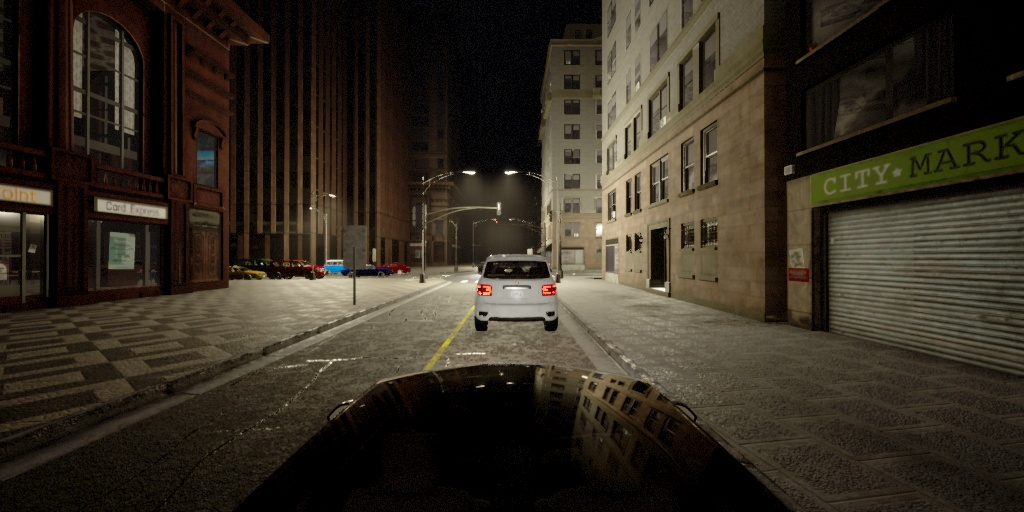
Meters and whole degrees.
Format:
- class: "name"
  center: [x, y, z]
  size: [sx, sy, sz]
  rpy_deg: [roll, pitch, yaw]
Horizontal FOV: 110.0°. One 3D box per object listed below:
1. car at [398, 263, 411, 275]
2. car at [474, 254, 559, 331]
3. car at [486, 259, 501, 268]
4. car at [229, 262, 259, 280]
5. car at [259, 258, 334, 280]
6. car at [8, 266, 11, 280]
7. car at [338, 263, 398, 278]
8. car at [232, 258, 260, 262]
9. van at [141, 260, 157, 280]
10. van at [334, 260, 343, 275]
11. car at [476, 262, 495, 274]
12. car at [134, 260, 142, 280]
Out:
- class: "car"
  center: [-13.960, 1.477, 41.288]
  size: [4.507, 1.381, 1.888]
  rpy_deg: [0, 0, 0]
- class: "car"
  center: [0.104, 0.974, 11.090]
  size: [2.150, 2.045, 5.566]
  rpy_deg: [0, 0, 0]
- class: "car"
  center: [-3.048, 1.224, 59.551]
  size: [2.128, 1.511, 4.902]
  rpy_deg: [0, 0, 0]
- class: "car"
  center: [-25.063, 1.552, 32.807]
  size: [4.829, 1.417, 1.751]
  rpy_deg: [0, 0, 0]
- class: "car"
  center: [-19.609, 1.273, 32.785]
  size: [5.009, 1.841, 2.192]
  rpy_deg: [0, 0, 0]
- class: "car"
  center: [-47.730, 1.849, 32.898]
  size: [4.403, 1.370, 2.007]
  rpy_deg: [0, 0, 0]
- class: "car"
  center: [-14.132, 1.506, 35.335]
  size: [4.718, 1.301, 1.895]
  rpy_deg: [-1, 0, 0]
- class: "car"
  center: [-24.749, 1.255, 35.374]
  size: [5.566, 2.045, 2.150]
  rpy_deg: [-1, 0, 0]
- class: "van"
  center: [-30.857, 1.435, 32.830]
  size: [3.998, 1.789, 1.690]
  rpy_deg: [0, 0, 0]
- class: "van"
  center: [-19.584, 1.340, 41.311]
  size: [3.998, 1.789, 1.690]
  rpy_deg: [0, 0, 0]
- class: "car"
  center: [-3.081, 1.383, 42.588]
  size: [1.895, 1.301, 4.718]
  rpy_deg: [-1, 1, 0]
- class: "car"
  center: [-37.074, 1.406, 35.444]
  size: [5.566, 2.045, 2.150]
  rpy_deg: [-1, 0, 0]
